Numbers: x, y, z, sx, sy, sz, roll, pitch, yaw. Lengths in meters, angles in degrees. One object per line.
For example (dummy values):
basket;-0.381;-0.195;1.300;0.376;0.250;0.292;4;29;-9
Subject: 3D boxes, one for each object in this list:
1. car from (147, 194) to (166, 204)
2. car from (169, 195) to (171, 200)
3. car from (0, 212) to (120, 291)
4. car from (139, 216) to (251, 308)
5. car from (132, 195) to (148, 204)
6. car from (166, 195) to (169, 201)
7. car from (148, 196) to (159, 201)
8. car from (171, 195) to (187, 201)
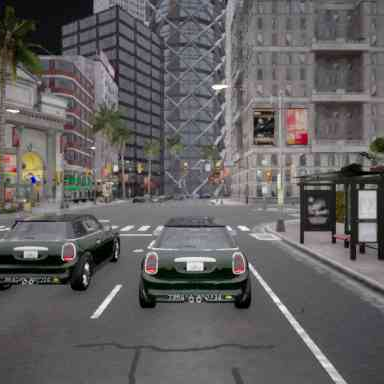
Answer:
car;-6.980;1.492;65.576;2.128;1.511;4.902;0;0;0
car;-6.567;1.540;87.509;2.033;1.411;5.357;0;0;7
car;-3.422;1.352;9.208;2.097;1.767;4.553;0;0;0
car;0.070;1.352;8.063;2.097;1.767;4.553;0;0;0
car;-10.478;1.601;65.266;1.895;1.301;4.718;0;0;1
car;-6.938;1.524;76.898;1.812;1.442;4.674;0;0;0
car;-10.134;1.595;87.197;1.895;1.301;4.718;0;0;7
car;-3.261;1.540;85.418;2.033;1.411;5.357;0;0;7
